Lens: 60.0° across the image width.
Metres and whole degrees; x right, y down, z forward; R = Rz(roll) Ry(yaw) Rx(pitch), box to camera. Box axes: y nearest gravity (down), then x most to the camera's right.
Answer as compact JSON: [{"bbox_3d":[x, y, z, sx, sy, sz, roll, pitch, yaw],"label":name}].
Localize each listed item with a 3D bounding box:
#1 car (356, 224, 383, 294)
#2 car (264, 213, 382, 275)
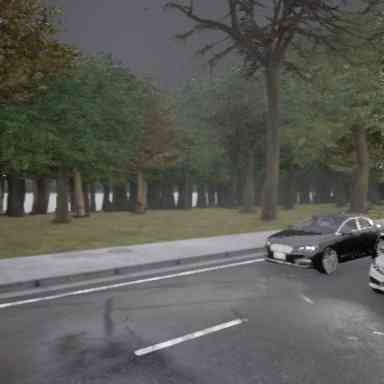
[{"bbox_3d":[5.866,1.494,7.509,4.674,1.442,1.812,0,0,-36],"label":"car"},{"bbox_3d":[4.343,1.446,10.407,4.902,1.511,2.128,0,0,-36],"label":"car"}]
